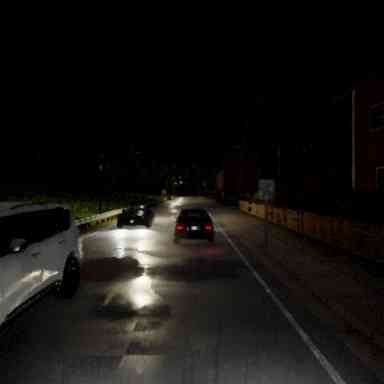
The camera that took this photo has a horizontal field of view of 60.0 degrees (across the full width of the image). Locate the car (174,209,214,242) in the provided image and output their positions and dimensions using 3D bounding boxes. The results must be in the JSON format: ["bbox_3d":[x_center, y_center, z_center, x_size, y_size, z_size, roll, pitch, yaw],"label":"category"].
[{"bbox_3d":[0.086,1.546,16.268,2.033,1.411,5.357,0,0,0],"label":"car"}]

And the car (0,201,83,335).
[{"bbox_3d":[-3.593,1.219,5.558,2.150,2.045,5.566,0,0,0],"label":"car"}]

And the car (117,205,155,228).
[{"bbox_3d":[-3.587,1.562,21.846,1.994,1.385,4.181,0,0,0],"label":"car"}]
